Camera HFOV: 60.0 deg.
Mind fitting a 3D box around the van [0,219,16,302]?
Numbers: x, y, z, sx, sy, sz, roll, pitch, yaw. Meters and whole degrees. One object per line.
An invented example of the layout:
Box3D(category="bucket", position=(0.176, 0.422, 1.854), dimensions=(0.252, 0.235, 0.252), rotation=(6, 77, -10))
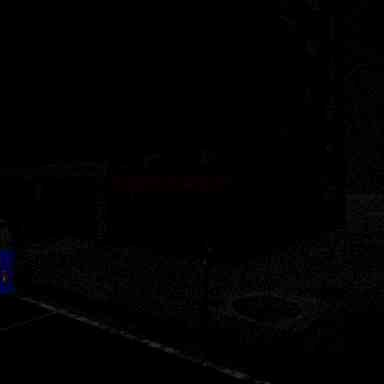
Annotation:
Box3D(category="van", position=(-5.310, 1.341, 6.876), dimensions=(3.998, 1.788, 1.690), rotation=(0, 0, 36))
